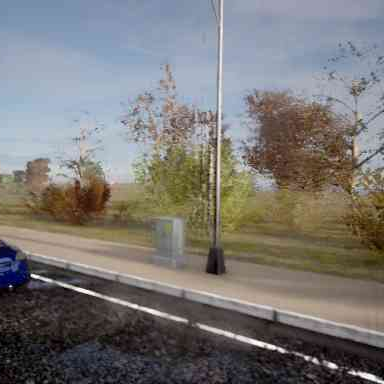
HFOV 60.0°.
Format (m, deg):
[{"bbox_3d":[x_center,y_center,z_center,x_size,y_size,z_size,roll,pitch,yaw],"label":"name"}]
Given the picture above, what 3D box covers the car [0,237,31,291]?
[{"bbox_3d":[-5.486,1.428,7.474,4.181,1.385,1.994,1,1,35],"label":"car"}]
